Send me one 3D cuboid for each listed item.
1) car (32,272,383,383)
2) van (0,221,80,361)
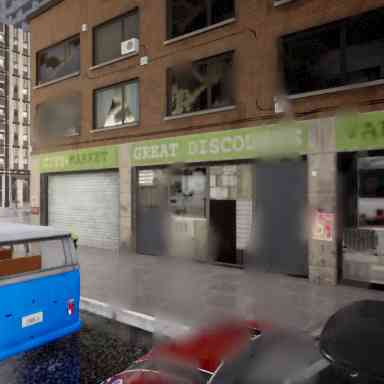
[{"bbox_3d":[1.155,1.440,1.903,4.097,1.590,1.967,0,0,35],"label":"car"},{"bbox_3d":[-3.485,1.343,5.197,3.998,1.788,1.690,0,0,35],"label":"van"}]
